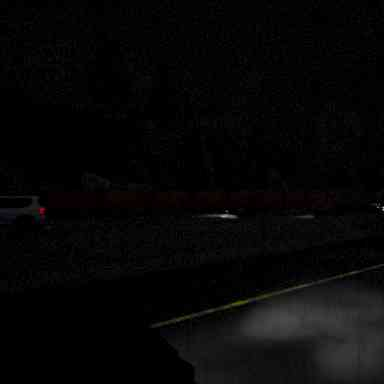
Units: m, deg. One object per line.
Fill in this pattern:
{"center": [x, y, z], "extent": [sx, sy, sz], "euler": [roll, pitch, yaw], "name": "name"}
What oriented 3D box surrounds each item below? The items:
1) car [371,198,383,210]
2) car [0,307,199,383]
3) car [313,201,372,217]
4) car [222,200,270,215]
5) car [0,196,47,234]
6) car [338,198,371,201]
{"center": [21.141, 1.455, 40.193], "extent": [4.892, 1.490, 1.837], "euler": [-1, 0, -34], "name": "car"}
{"center": [-2.226, 1.601, 2.155], "extent": [4.718, 1.301, 1.895], "euler": [0, 0, -36], "name": "car"}
{"center": [11.109, 1.573, 24.794], "extent": [4.718, 1.301, 1.895], "euler": [0, 0, -35], "name": "car"}
{"center": [5.554, 1.517, 33.726], "extent": [5.357, 1.411, 2.033], "euler": [0, 0, -35], "name": "car"}
{"center": [-10.793, 1.219, 17.789], "extent": [5.566, 2.045, 2.150], "euler": [0, 0, -36], "name": "car"}
{"center": [14.489, 1.471, 31.426], "extent": [4.892, 1.490, 1.837], "euler": [0, 0, -35], "name": "car"}
